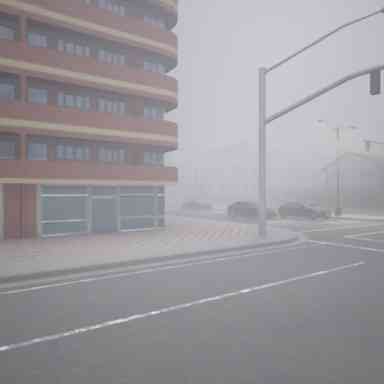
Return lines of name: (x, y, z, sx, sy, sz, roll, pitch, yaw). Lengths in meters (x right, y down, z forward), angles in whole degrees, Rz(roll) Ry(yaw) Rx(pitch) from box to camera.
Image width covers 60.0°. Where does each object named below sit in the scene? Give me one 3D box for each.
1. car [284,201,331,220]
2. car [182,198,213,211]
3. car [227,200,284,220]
car: (9.311, 1.524, 27.938, 1.812, 1.442, 4.674, 0, 0, -34)
car: (0.588, 1.524, 40.612, 1.812, 1.442, 4.674, 0, 0, -35)
car: (4.972, 1.503, 28.043, 1.837, 1.490, 4.892, 0, 0, -34)
